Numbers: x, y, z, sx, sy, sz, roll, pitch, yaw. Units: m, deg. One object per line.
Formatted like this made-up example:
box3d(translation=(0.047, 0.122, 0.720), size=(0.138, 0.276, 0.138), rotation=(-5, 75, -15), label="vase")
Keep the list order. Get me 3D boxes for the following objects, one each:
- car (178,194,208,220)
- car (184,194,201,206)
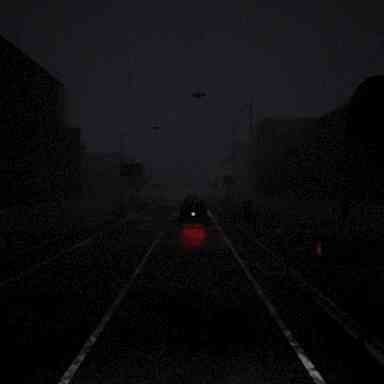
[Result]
box3d(translation=(0.089, 1.149, 24.069), size=(1.837, 1.490, 4.892), rotation=(0, 1, 0), label="car")
box3d(translation=(0.082, 0.968, 41.557), size=(1.994, 1.385, 4.181), rotation=(0, 0, 0), label="car")
